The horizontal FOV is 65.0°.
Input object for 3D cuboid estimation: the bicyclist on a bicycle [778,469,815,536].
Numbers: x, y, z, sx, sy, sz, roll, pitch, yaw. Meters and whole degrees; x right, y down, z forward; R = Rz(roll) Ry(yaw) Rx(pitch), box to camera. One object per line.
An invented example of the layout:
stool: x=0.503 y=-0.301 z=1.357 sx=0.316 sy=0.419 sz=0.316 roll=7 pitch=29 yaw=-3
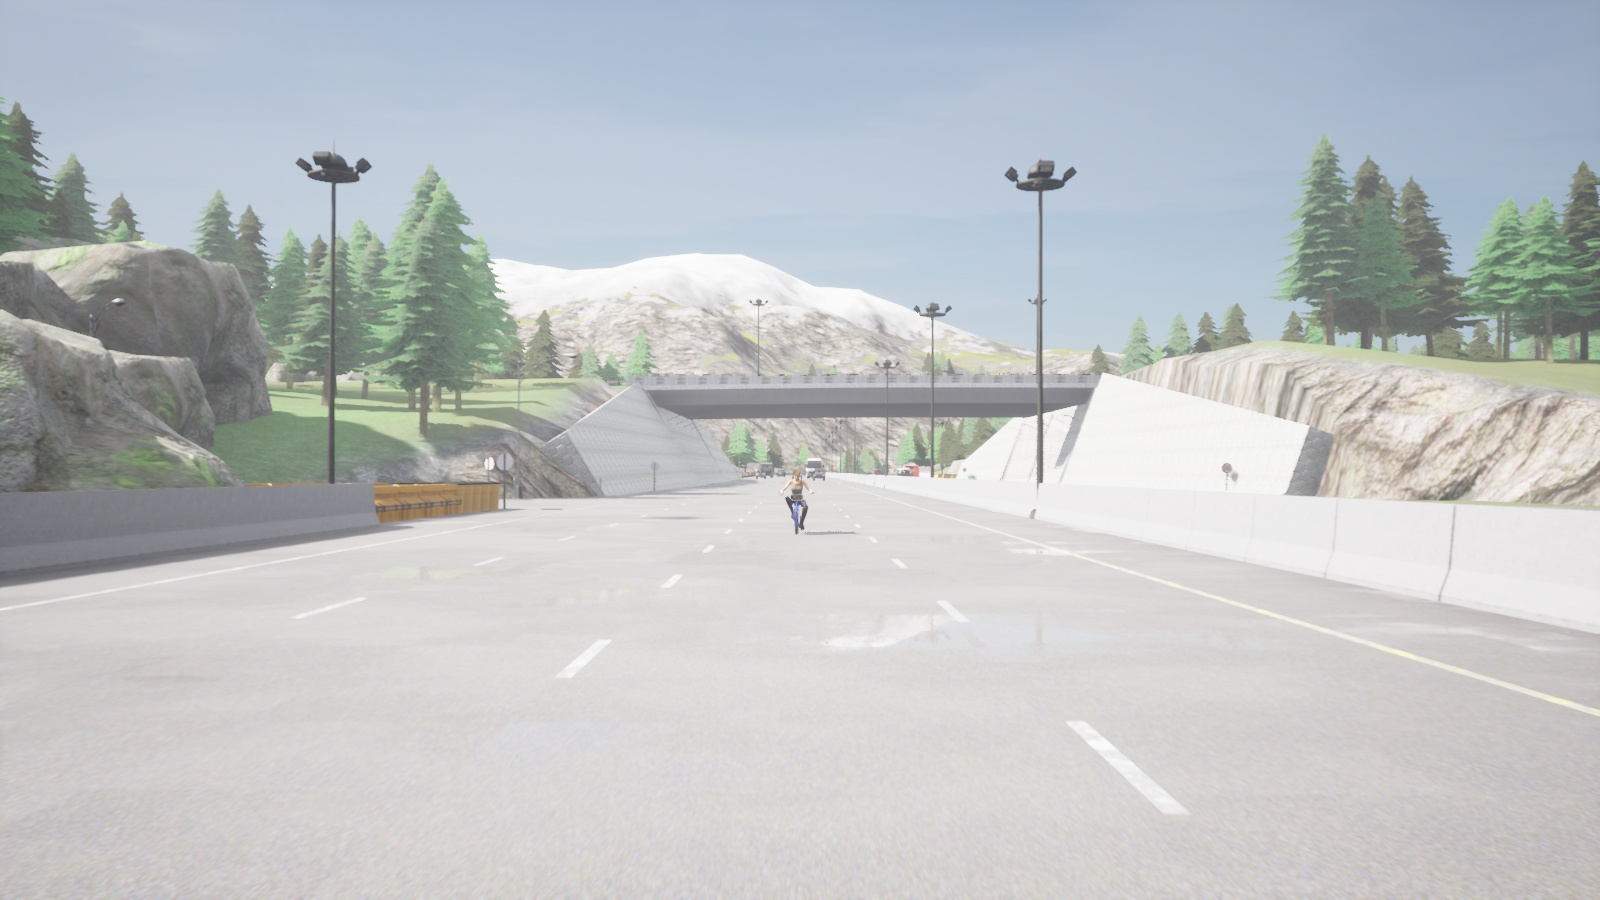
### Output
bicyclist on a bicycle: x=-0.073 y=1.269 z=30.943 sx=0.866 sy=1.612 sz=1.509 roll=0 pitch=-1 yaw=1
